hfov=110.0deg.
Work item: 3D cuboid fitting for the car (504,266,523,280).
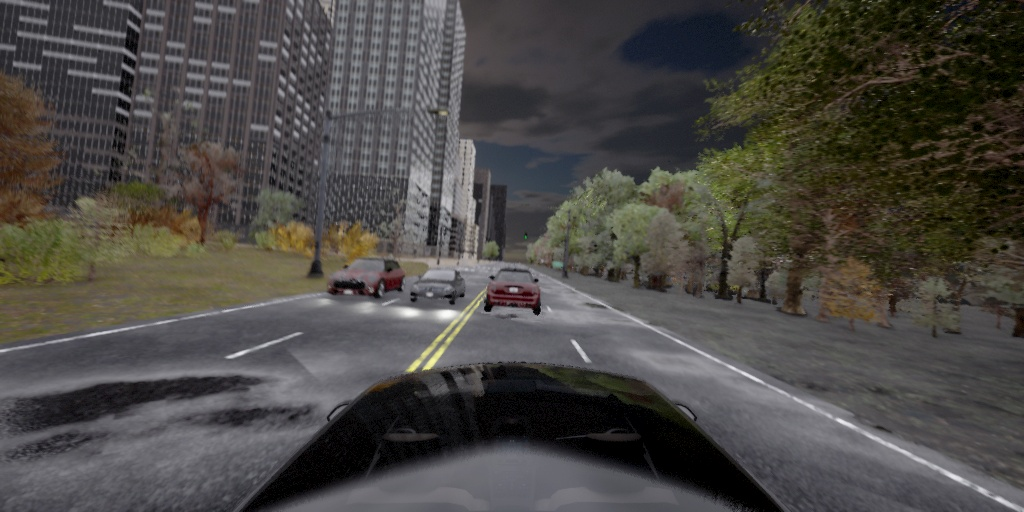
[{"bbox_3d":[0.193,1.828,39.693,1.895,1.301,4.718,4,-1,0],"label":"car"}]

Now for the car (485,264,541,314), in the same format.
[{"bbox_3d":[0.072,1.304,15.409,2.097,1.767,4.553,4,-1,0],"label":"car"}]

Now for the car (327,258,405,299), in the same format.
[{"bbox_3d":[-6.413,0.863,16.381,2.097,1.767,4.553,4,-1,0],"label":"car"}]

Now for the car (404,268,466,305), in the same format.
[{"bbox_3d":[-3.184,1.266,16.302,1.812,1.442,4.674,4,-1,0],"label":"car"}]

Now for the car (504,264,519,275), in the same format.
[{"bbox_3d":[-0.109,1.922,53.455,1.994,1.385,4.181,4,-1,-3],"label":"car"}]
